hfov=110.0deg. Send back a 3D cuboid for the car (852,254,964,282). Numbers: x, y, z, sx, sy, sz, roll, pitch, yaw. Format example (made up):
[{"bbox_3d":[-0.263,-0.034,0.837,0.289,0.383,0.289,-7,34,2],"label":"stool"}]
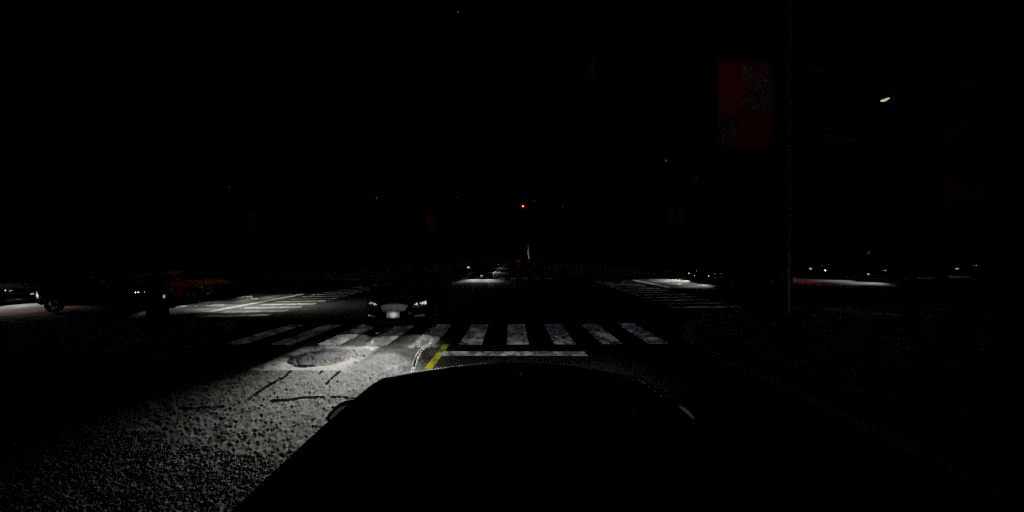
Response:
[{"bbox_3d":[24.611,0.812,22.428,4.674,1.442,1.812,-1,0,0],"label":"car"}]

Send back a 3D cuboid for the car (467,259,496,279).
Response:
[{"bbox_3d":[-2.799,1.300,32.966,2.033,1.411,5.357,0,0,-5],"label":"car"}]

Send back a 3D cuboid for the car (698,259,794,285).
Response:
[{"bbox_3d":[14.728,0.965,22.387,4.892,1.490,1.837,-1,0,2],"label":"car"}]

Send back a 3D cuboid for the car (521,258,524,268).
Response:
[{"bbox_3d":[2.671,1.303,52.011,1.888,1.381,4.507,0,0,0],"label":"car"}]

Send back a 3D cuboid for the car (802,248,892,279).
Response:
[{"bbox_3d":[24.131,0.510,25.675,5.566,2.045,2.150,-1,0,0],"label":"car"}]

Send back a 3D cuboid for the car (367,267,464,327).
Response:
[{"bbox_3d":[-3.077,1.274,11.730,2.128,1.511,4.902,0,0,0],"label":"car"}]

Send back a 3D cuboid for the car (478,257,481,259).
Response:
[{"bbox_3d":[-5.897,1.328,60.646,1.948,1.339,4.313,0,0,0],"label":"car"}]

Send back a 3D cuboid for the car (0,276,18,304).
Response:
[{"bbox_3d":[-27.627,1.763,18.884,4.674,1.442,1.812,-1,0,0],"label":"car"}]

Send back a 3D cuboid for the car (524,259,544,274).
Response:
[{"bbox_3d":[2.726,1.305,41.122,2.007,1.370,4.403,0,0,0],"label":"car"}]

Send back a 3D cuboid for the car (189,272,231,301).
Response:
[{"bbox_3d":[-17.652,1.528,18.905,5.008,1.535,1.882,-1,0,2],"label":"car"}]

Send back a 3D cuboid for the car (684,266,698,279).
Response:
[{"bbox_3d":[14.654,1.020,25.657,4.181,1.385,1.994,-1,0,0],"label":"car"}]

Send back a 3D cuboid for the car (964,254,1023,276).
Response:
[{"bbox_3d":[34.349,0.604,25.683,4.902,1.511,2.128,-1,0,0],"label":"car"}]

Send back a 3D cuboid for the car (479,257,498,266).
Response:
[{"bbox_3d":[-3.166,1.284,47.129,1.812,1.442,4.674,0,1,-1],"label":"car"}]

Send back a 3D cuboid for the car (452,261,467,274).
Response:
[{"bbox_3d":[-5.799,1.305,41.083,2.007,1.370,4.403,0,0,0],"label":"car"}]

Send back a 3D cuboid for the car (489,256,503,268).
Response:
[{"bbox_3d":[-3.214,0.982,63.771,2.150,2.045,5.566,0,0,0],"label":"car"}]

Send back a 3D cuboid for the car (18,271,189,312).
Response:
[{"bbox_3d":[-17.629,1.547,15.661,4.902,1.511,2.128,-1,0,2],"label":"car"}]

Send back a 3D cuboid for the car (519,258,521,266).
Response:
[{"bbox_3d":[2.644,1.311,57.455,2.007,1.370,4.403,0,0,0],"label":"car"}]
